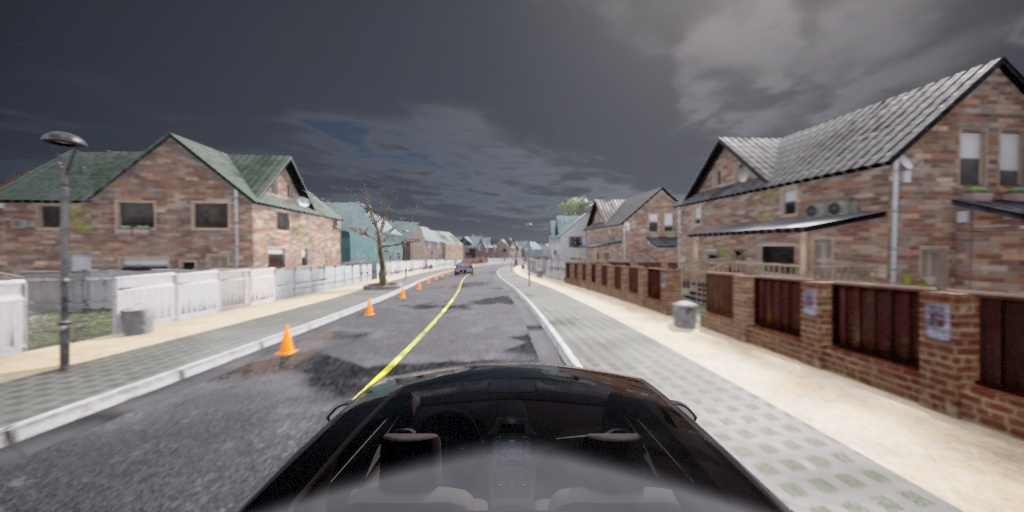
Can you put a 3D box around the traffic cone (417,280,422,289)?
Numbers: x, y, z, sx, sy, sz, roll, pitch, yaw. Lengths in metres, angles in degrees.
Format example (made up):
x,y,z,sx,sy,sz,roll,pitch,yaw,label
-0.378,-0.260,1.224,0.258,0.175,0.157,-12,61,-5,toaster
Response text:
x,y,z,sx,sy,sz,roll,pitch,yaw,label
-5.757,1.772,22.307,0.340,0.580,0.340,0,0,-6,traffic cone

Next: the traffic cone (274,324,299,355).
x,y,z,sx,sy,sz,roll,pitch,yaw,label
-4.716,1.733,7.522,0.340,0.580,0.340,0,0,-2,traffic cone

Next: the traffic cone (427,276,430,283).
x,y,z,sx,sy,sz,roll,pitch,yaw,label
-6.334,1.786,27.259,0.340,0.580,0.340,0,0,-7,traffic cone

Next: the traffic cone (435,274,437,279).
x,y,z,sx,sy,sz,roll,pitch,yaw,label
-6.844,1.796,32.297,0.340,0.580,0.340,0,0,-5,traffic cone

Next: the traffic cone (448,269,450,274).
x,y,z,sx,sy,sz,roll,pitch,yaw,label
-7.489,1.813,42.403,0.340,0.580,0.340,0,0,-2,traffic cone

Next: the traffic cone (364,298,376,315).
x,y,z,sx,sy,sz,roll,pitch,yaw,label
-4.942,1.746,12.459,0.340,0.580,0.340,0,0,-3,traffic cone

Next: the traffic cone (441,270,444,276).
x,y,z,sx,sy,sz,roll,pitch,yaw,label
-7.229,1.805,37.346,0.340,0.580,0.340,0,0,-4,traffic cone

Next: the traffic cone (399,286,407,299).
x,y,z,sx,sy,sz,roll,pitch,yaw,label
-5.289,1.759,17.388,0.340,0.580,0.340,0,0,-5,traffic cone

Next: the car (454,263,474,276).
x,y,z,sx,sy,sz,roll,pitch,yaw,label
-5.071,1.405,38.357,1.994,1.385,4.181,0,0,-3,car
